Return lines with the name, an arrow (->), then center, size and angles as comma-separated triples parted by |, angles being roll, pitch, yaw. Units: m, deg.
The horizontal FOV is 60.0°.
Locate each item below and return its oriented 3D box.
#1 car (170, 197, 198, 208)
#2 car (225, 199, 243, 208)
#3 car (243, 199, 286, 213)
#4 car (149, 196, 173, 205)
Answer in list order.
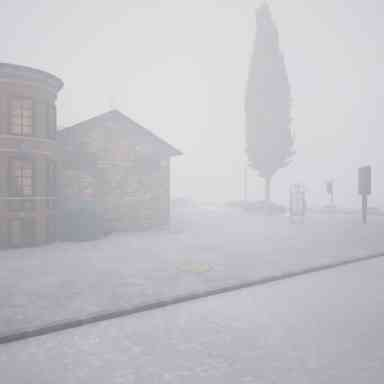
car -> -1.022, 1.491, 47.779 | 2.128, 1.511, 4.902 | 0, 0, -35
car -> 6.579, 1.601, 44.349 | 1.895, 1.301, 4.718 | 0, 0, -36
car -> 7.851, 1.564, 35.343 | 1.994, 1.385, 4.181 | 0, 0, -36
car -> -5.791, 1.547, 61.614 | 2.033, 1.411, 5.357 | 0, 0, -35
